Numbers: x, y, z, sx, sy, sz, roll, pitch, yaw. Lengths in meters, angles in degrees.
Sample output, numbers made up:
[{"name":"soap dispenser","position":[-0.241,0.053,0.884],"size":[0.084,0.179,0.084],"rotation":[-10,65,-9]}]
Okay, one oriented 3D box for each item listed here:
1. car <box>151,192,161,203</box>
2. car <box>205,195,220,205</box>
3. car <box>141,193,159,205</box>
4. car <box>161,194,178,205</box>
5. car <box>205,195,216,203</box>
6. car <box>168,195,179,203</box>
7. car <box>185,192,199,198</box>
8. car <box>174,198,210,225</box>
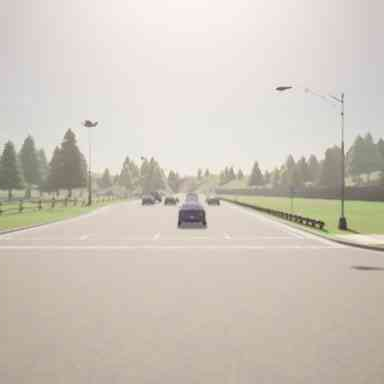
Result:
[{"name":"car","position":[-6.995,1.026,64.230],"size":[2.150,2.045,5.566],"rotation":[0,0,0]},{"name":"car","position":[3.504,1.324,53.780],"size":[2.128,1.511,4.902],"rotation":[0,0,0]},{"name":"car","position":[-6.996,1.337,53.781],"size":[1.837,1.490,4.892],"rotation":[0,0,0]},{"name":"car","position":[-3.496,1.337,53.781],"size":[1.837,1.490,4.892],"rotation":[0,0,0]},{"name":"car","position":[3.505,1.325,64.200],"size":[1.812,1.442,4.674],"rotation":[0,0,0]},{"name":"car","position":[-3.495,1.364,64.200],"size":[1.994,1.385,4.181],"rotation":[0,0,0]},{"name":"car","position":[0.004,1.054,53.810],"size":[2.150,2.045,5.566],"rotation":[0,0,0]},{"name":"car","position":[0.002,1.405,23.172],"size":[1.882,1.535,5.008],"rotation":[0,0,0]}]
